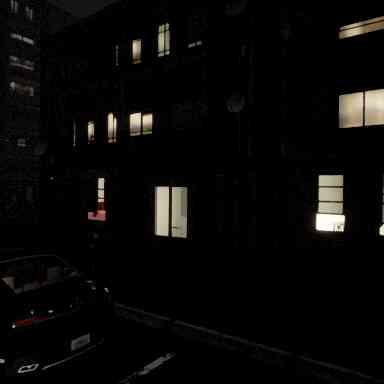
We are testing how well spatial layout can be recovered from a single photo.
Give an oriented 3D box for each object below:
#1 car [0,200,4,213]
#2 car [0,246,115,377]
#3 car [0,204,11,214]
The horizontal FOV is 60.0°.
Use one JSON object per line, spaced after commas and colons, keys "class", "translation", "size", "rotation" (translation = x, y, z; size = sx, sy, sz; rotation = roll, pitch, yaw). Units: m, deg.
{"class": "car", "translation": [-23.287, 1.622, 36.212], "size": [2.008, 1.369, 4.403], "rotation": [1, 0, 36]}
{"class": "car", "translation": [-3.103, 1.549, 5.230], "size": [4.403, 1.369, 2.008], "rotation": [0, 1, 36]}
{"class": "car", "translation": [-21.640, 1.655, 34.076], "size": [2.033, 1.411, 5.357], "rotation": [1, 0, 36]}
